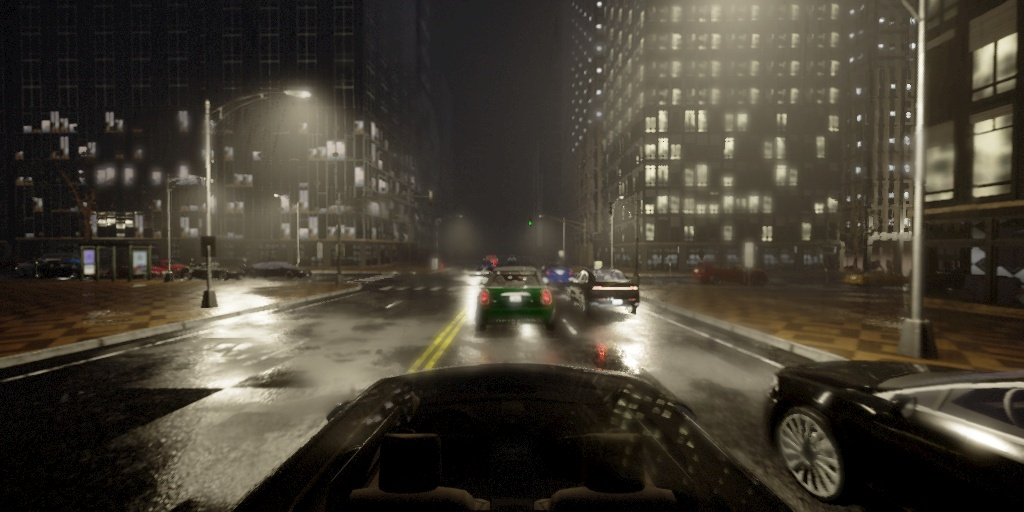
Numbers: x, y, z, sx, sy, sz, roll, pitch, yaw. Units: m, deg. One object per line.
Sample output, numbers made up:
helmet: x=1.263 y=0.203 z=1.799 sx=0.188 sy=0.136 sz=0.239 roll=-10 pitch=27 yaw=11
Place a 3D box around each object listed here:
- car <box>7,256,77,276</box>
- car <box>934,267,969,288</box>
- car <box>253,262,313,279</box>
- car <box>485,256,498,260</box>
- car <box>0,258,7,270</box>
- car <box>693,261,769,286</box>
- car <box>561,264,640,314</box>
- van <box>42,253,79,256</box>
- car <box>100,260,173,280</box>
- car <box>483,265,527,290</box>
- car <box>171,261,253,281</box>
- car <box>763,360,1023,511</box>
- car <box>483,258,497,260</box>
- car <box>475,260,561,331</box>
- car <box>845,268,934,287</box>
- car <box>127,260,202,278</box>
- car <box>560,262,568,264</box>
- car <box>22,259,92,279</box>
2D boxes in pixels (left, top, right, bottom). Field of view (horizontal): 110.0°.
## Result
car: x=-38.975 y=0.976 z=30.340 sx=4.674 sy=1.442 sz=1.812 roll=1 pitch=1 yaw=1
car: x=33.106 y=1.713 z=26.496 sx=4.207 sy=1.307 sz=1.802 roll=0 pitch=0 yaw=1
car: x=-19.714 y=1.172 z=29.933 sx=5.357 sy=1.411 sz=2.033 roll=0 pitch=1 yaw=0
car: x=-3.343 y=0.989 z=57.013 sx=2.150 sy=2.045 sz=5.566 roll=0 pitch=0 yaw=0
car: x=-50.978 y=0.834 z=36.376 sx=4.207 sy=1.307 sz=1.802 roll=0 pitch=0 yaw=1
car: x=16.187 y=1.299 z=26.782 sx=5.009 sy=1.841 sz=2.192 roll=0 pitch=0 yaw=1
car: x=3.347 y=1.248 z=13.806 sx=2.128 sy=1.511 sz=4.902 roll=0 pitch=0 yaw=0
van: x=-45.296 y=0.646 z=36.262 sx=3.998 sy=1.789 sz=1.690 roll=0 pitch=0 yaw=1
car: x=-28.422 y=1.169 z=27.432 sx=4.207 sy=1.307 sz=1.802 roll=0 pitch=0 yaw=1
car: x=-0.619 y=1.368 z=23.870 sx=2.033 sy=1.411 sz=5.357 roll=1 pitch=-1 yaw=-11
car: x=-22.738 y=1.204 z=27.301 sx=4.313 sy=1.339 sz=1.948 roll=0 pitch=0 yaw=1
car: x=3.348 y=1.240 z=1.492 sx=2.128 sy=1.511 sz=4.902 roll=0 pitch=0 yaw=0
car: x=-3.357 y=1.294 z=46.790 sx=1.812 sy=1.442 sz=4.674 roll=0 pitch=0 yaw=0
car: x=0.096 y=1.107 z=11.108 sx=2.097 sy=1.767 sz=4.553 roll=0 pitch=0 yaw=0
car: x=27.636 y=1.608 z=26.588 sx=4.829 sy=1.417 sz=1.751 roll=0 pitch=0 yaw=1
car: x=-29.121 y=1.065 z=30.136 sx=4.674 sy=1.442 sz=1.812 roll=1 pitch=1 yaw=1
car: x=3.348 y=1.216 z=26.931 sx=2.097 sy=1.767 sz=4.553 roll=0 pitch=0 yaw=0
car: x=-34.103 y=1.100 z=27.604 sx=4.313 sy=1.339 sz=1.948 roll=0 pitch=0 yaw=1
